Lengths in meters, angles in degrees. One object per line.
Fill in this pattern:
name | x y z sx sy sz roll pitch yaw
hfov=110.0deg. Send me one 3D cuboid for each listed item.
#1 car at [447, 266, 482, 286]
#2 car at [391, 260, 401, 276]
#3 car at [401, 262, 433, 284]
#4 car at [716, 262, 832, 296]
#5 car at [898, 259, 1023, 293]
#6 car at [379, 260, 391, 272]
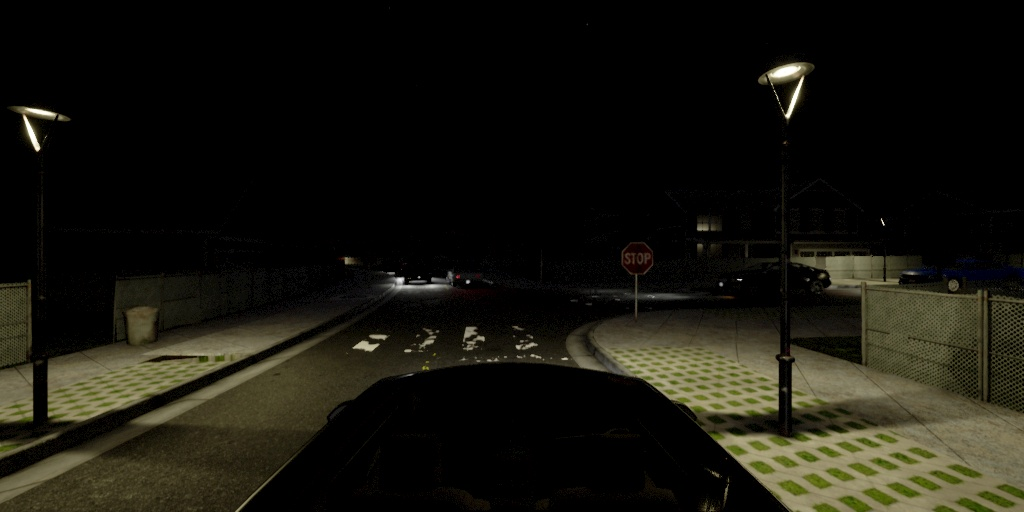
car | -3.381 1.335 24.875 1.895 1.301 4.718 0 0 -15
car | -10.838 1.339 36.663 1.895 1.301 4.718 0 0 -25
car | -7.243 1.243 27.285 1.837 1.490 4.892 0 0 -19
car | 12.280 1.043 16.983 4.902 1.511 2.128 -1 0 -3
car | 21.890 0.912 17.551 5.008 1.535 1.882 -1 0 -4
car | -15.607 1.296 45.796 2.033 1.411 5.357 0 0 -31
